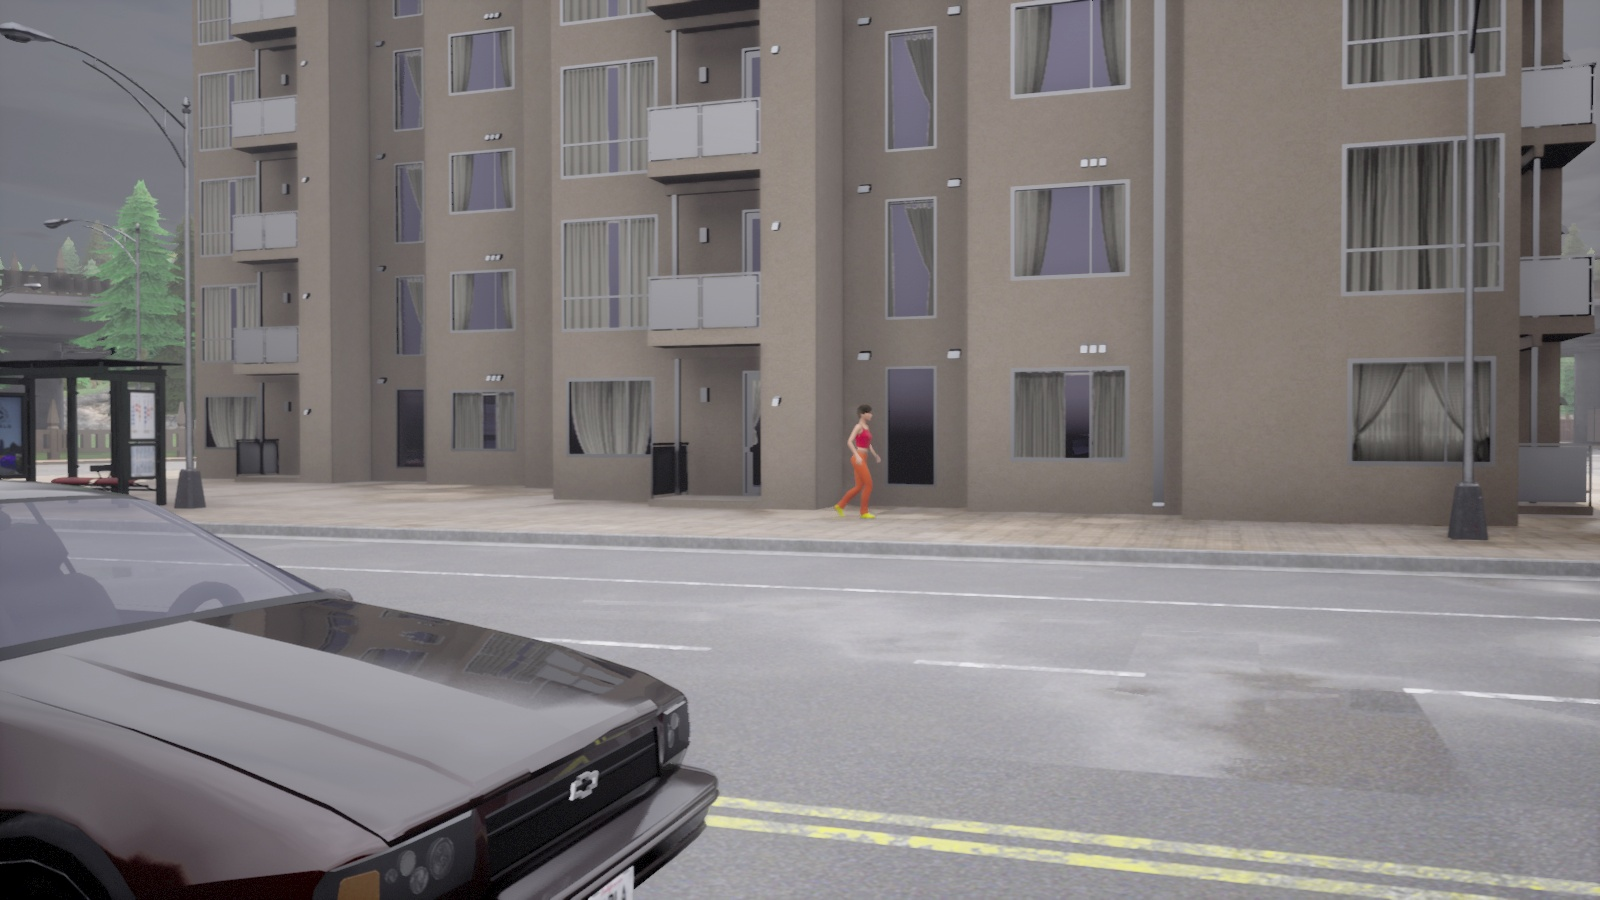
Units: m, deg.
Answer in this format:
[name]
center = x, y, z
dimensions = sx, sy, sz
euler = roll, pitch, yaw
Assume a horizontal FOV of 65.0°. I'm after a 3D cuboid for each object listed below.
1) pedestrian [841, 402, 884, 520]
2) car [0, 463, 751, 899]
[pedestrian]
center = 0.986, 0.159, 19.788
dimensions = 0.594, 1.836, 0.345
euler = 1, 1, 18
[car]
center = -3.034, 0.785, 4.215
dimensions = 5.357, 1.411, 2.033
euler = 1, 1, 19
